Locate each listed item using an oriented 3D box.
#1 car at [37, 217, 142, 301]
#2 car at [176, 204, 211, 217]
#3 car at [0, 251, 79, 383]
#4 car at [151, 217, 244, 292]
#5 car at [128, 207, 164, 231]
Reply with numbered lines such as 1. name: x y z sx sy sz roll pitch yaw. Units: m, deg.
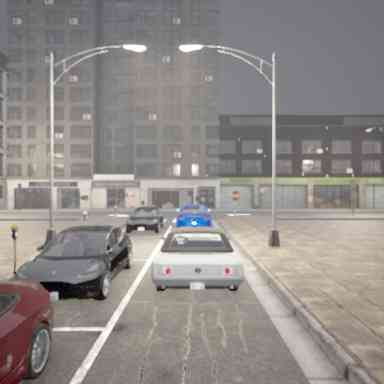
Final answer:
1. car: -2.626 1.547 8.319 1.947 1.339 4.313 0 0 0
2. car: 0.104 1.434 19.608 1.882 1.535 5.008 0 0 0
3. car: -2.635 1.575 2.866 1.802 1.307 4.206 0 0 0
4. car: 0.115 1.581 8.831 1.895 1.301 4.718 0 0 0
5. car: -2.609 1.523 19.223 1.947 1.339 4.313 0 0 0
